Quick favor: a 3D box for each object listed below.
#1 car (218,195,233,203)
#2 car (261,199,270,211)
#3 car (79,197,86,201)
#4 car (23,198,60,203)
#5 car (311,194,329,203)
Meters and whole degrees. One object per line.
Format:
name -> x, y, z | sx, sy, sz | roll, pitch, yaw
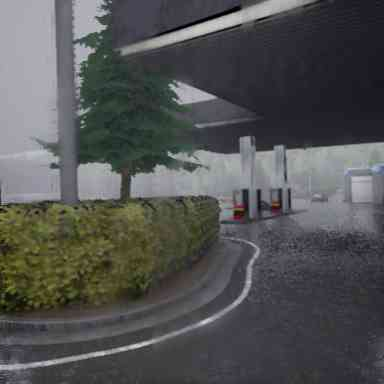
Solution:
car -> 7.289, 1.291, 64.267 | 5.027, 1.636, 2.152 | -2, 0, 36
car -> 7.062, 1.450, 35.846 | 1.812, 1.442, 4.674 | -2, 0, 36
car -> -23.017, 1.986, 67.043 | 4.605, 1.855, 1.932 | -2, 0, 36
car -> -15.119, 1.676, 34.093 | 3.866, 1.878, 1.905 | -2, 0, 36
car -> 21.197, 1.048, 55.269 | 1.812, 1.442, 4.674 | -2, 0, 36
